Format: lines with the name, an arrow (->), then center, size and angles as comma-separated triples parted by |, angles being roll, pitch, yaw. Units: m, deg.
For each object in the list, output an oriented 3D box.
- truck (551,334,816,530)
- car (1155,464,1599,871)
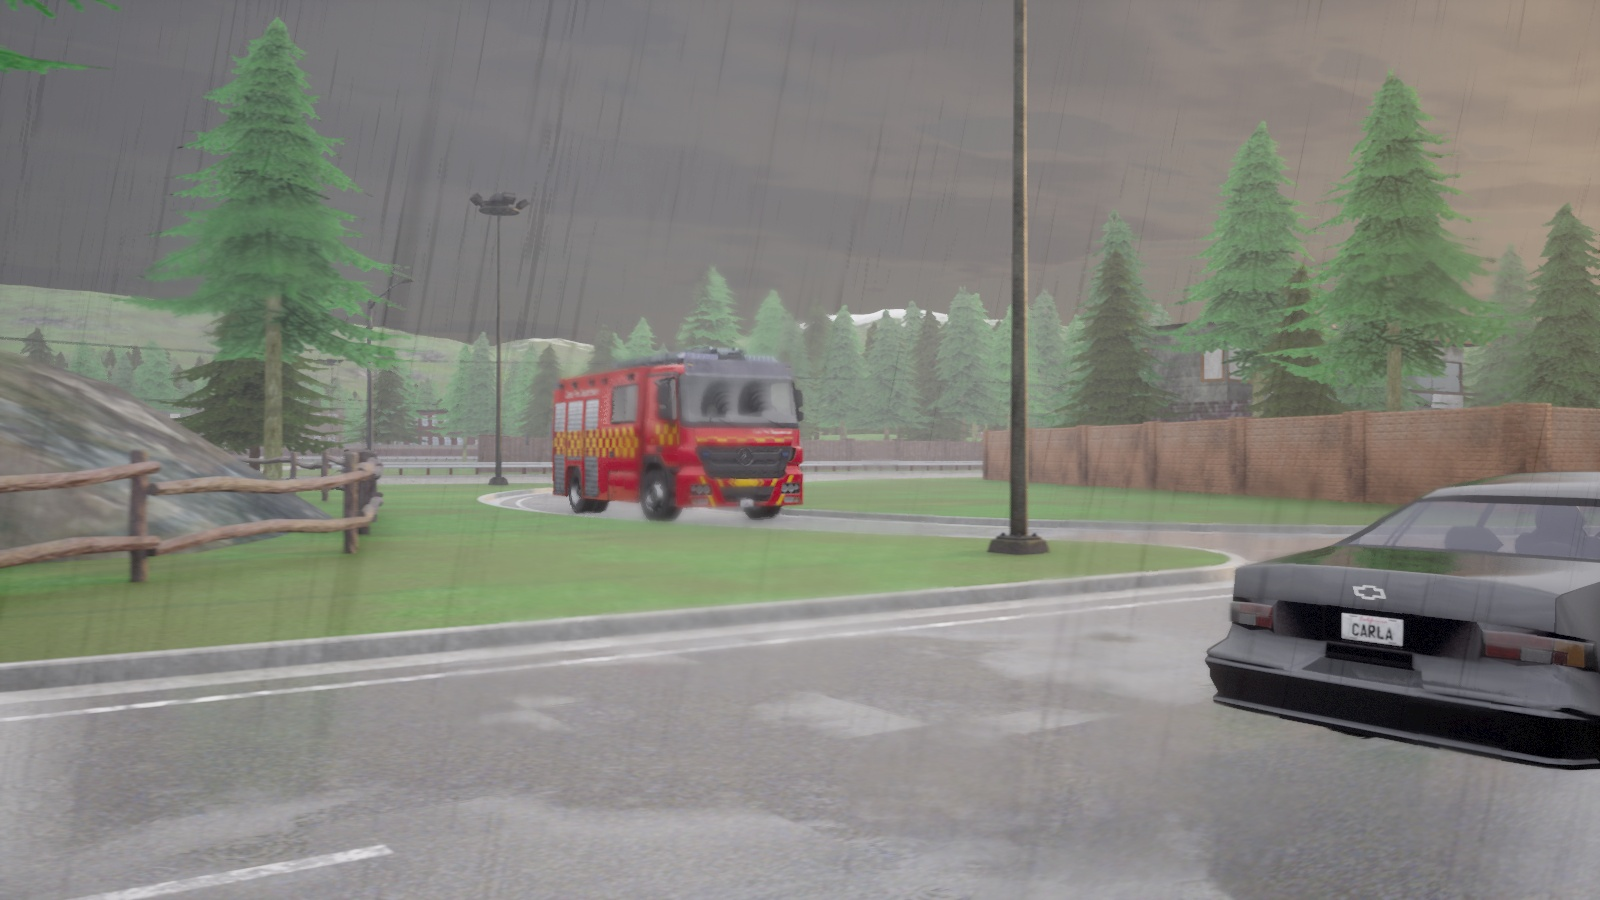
truck -> -3.007, -0.342, 29.004 | 2.891, 3.827, 8.468 | 0, 0, -29
car -> 4.504, 0.799, 6.793 | 5.357, 1.411, 2.033 | 0, 0, -35
